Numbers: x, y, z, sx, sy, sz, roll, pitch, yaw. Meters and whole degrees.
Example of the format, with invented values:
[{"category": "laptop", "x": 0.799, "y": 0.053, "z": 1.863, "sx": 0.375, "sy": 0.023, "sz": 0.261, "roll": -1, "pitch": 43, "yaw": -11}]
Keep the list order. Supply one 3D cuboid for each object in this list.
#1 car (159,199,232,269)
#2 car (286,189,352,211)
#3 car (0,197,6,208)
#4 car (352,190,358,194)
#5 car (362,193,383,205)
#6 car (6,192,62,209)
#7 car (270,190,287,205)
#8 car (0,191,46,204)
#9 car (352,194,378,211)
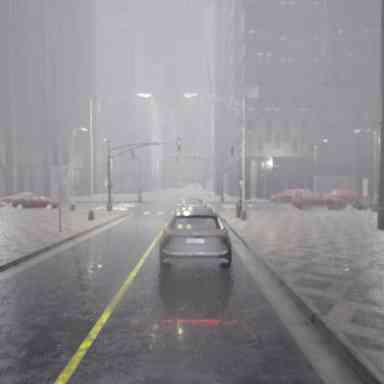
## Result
[{"category": "car", "x": 0.117, "y": 1.235, "z": 10.418, "sx": 2.033, "sy": 1.649, "sz": 4.856, "roll": 0, "pitch": 1, "yaw": 1}, {"category": "car", "x": 12.153, "y": 0.875, "z": 32.159, "sx": 5.009, "sy": 1.841, "sz": 2.192, "roll": 0, "pitch": 2, "yaw": 0}, {"category": "car", "x": -20.414, "y": 0.963, "z": 32.094, "sx": 4.403, "sy": 1.369, "sz": 2.008, "roll": 0, "pitch": 2, "yaw": 0}, {"category": "car", "x": 17.789, "y": 0.611, "z": 40.691, "sx": 5.009, "sy": 1.841, "sz": 2.192, "roll": 0, "pitch": 2, "yaw": 0}, {"category": "car", "x": 23.430, "y": 0.891, "z": 40.711, "sx": 4.313, "sy": 1.339, "sz": 1.947, "roll": 0, "pitch": 2, "yaw": 0}, {"category": "car", "x": -14.889, "y": 0.980, "z": 32.107, "sx": 4.507, "sy": 1.381, "sz": 1.887, "roll": 0, "pitch": 2, "yaw": 0}, {"category": "car", "x": 12.145, "y": 0.583, "z": 40.679, "sx": 5.009, "sy": 1.841, "sz": 2.192, "roll": 0, "pitch": 2, "yaw": 0}, {"category": "car", "x": -20.590, "y": 0.645, "z": 40.615, "sx": 4.829, "sy": 1.417, "sz": 1.752, "roll": 0, "pitch": 2, "yaw": 0}, {"category": "car", "x": 17.795, "y": 1.154, "z": 32.179, "sx": 4.313, "sy": 1.339, "sz": 1.947, "roll": 0, "pitch": 2, "yaw": 0}]
